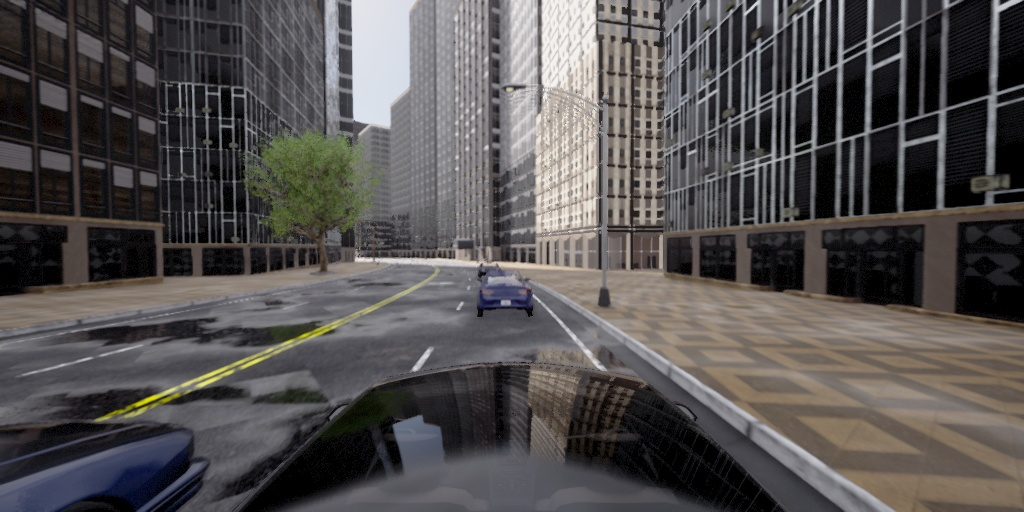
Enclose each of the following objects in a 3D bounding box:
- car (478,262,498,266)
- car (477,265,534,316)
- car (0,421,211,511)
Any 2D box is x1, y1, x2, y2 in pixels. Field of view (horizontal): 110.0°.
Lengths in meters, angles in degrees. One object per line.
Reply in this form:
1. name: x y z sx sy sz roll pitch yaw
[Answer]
1. car: -2.081 1.192 31.786 1.895 1.301 4.718 0 0 -8
2. car: -0.296 1.215 12.944 1.812 1.442 4.674 0 0 -3
3. car: -3.177 1.312 0.160 2.033 1.411 5.357 0 0 0
